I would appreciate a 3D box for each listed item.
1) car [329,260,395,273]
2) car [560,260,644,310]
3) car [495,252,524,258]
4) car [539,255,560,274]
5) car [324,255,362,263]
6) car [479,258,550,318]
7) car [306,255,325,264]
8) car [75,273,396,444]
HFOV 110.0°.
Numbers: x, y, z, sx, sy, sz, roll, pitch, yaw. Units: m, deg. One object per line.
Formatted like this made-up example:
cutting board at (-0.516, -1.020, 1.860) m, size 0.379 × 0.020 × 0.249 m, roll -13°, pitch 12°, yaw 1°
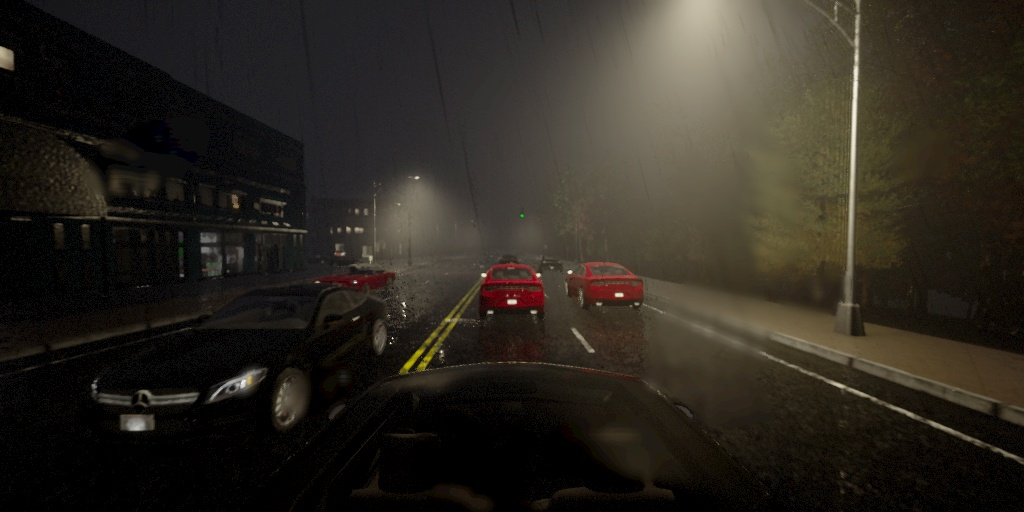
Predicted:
car at (-6.778, 1.044, 15.927) m, size 1.895 × 1.301 × 4.718 m, roll 0°, pitch 1°, yaw -1°
car at (3.204, 0.971, 13.290) m, size 1.882 × 1.535 × 5.008 m, roll 0°, pitch 1°, yaw -1°
car at (-0.260, 0.643, 29.592) m, size 1.837 × 1.490 × 4.892 m, roll 0°, pitch 1°, yaw -1°
car at (2.993, 0.632, 29.364) m, size 2.128 × 1.511 × 4.902 m, roll 0°, pitch 1°, yaw -1°
car at (-20.512, 0.637, 44.870) m, size 4.313 × 1.339 × 1.948 m, roll 0°, pitch 0°, yaw -1°
car at (-0.030, 1.003, 11.938) m, size 1.882 × 1.535 × 5.008 m, roll 0°, pitch 1°, yaw -1°
car at (-28.958, 0.456, 53.269) m, size 4.403 × 1.370 × 2.007 m, roll 0°, pitch 0°, yaw -1°
car at (-3.394, 1.194, 5.540) m, size 1.812 × 1.442 × 4.674 m, roll 0°, pitch 1°, yaw -1°
